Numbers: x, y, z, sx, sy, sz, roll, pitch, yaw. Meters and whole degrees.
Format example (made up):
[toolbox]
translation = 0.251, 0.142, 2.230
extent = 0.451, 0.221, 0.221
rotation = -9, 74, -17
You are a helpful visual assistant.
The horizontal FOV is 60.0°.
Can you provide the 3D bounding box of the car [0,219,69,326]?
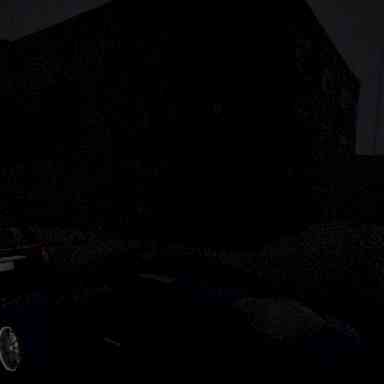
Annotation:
[car]
translation = -5.000, 1.329, 7.102
extent = 4.553, 1.767, 2.185
rotation = 0, 0, 36
